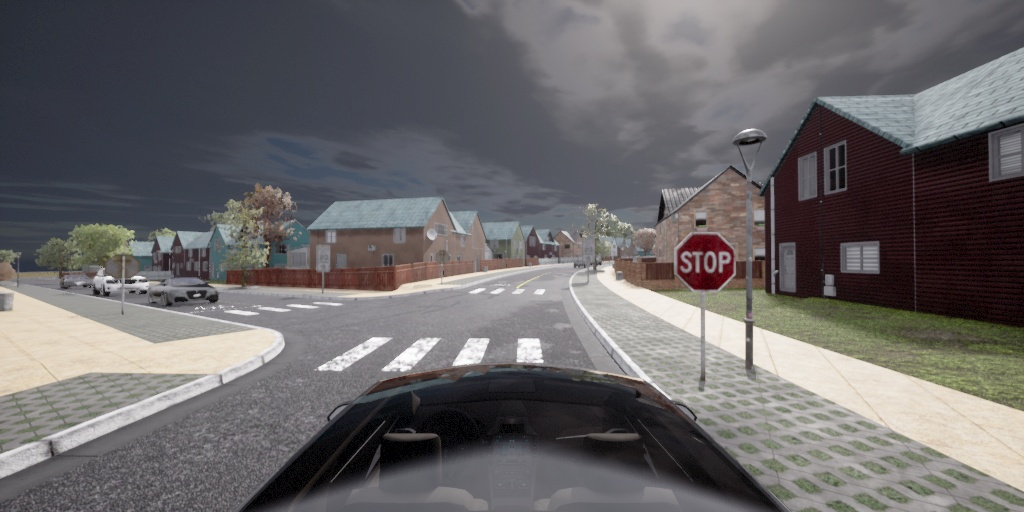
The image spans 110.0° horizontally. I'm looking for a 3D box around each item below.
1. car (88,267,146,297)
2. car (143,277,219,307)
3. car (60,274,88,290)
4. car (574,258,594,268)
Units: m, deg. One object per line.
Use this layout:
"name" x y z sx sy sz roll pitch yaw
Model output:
"car" -28.828 1.845 26.368 5.566 2.045 2.150 -2 -2 33
"car" -17.018 1.798 18.575 4.181 1.385 1.994 -2 -2 33
"car" -45.844 2.690 37.697 4.902 1.511 2.128 -2 -2 33
"car" 11.082 1.113 56.783 2.128 1.511 4.902 0 0 23
